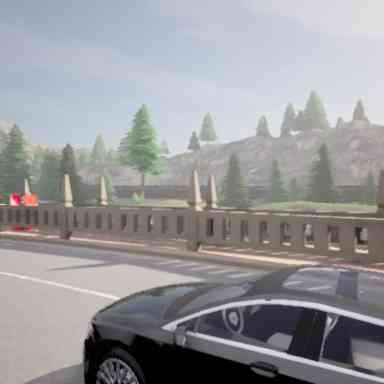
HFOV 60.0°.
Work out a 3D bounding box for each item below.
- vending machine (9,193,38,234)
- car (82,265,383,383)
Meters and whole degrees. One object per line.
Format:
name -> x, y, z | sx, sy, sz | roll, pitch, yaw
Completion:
vending machine -> -9.205, 1.136, 18.205 | 0.880, 2.100, 1.100 | 0, 0, 26
car -> 1.031, 1.476, 3.029 | 4.902, 1.511, 2.128 | 0, 0, 35
